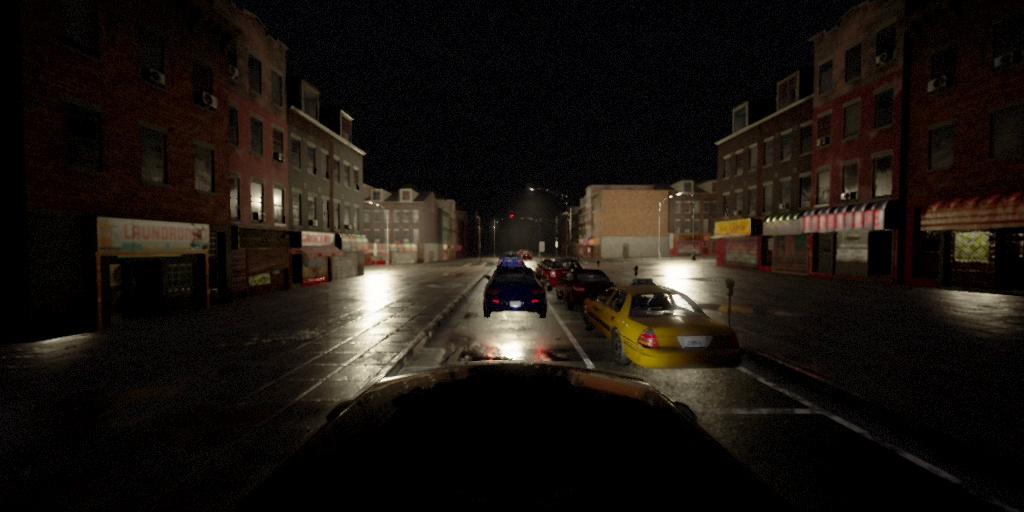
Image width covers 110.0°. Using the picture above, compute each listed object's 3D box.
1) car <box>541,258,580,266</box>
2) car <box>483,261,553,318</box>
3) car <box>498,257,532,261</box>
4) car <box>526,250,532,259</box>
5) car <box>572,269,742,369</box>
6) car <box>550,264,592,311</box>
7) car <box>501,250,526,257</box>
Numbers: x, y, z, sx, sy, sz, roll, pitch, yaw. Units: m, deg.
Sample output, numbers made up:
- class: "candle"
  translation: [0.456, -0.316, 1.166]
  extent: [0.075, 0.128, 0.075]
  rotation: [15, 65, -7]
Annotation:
- class: "car"
  translation: [2.563, 0.816, 18.229]
  extent: [1.967, 1.591, 4.097]
  rotation: [0, 0, 0]
- class: "car"
  translation: [0.078, 1.049, 11.668]
  extent: [1.812, 1.442, 4.674]
  rotation: [0, 1, 0]
- class: "car"
  translation: [0.015, 0.908, 21.432]
  extent: [1.895, 1.301, 4.718]
  rotation: [0, 1, 0]
- class: "car"
  translation: [2.363, -0.043, 61.027]
  extent: [1.967, 1.591, 4.097]
  rotation: [0, 0, 0]
- class: "car"
  translation: [2.613, 1.147, 7.468]
  extent: [1.751, 1.417, 4.829]
  rotation: [0, 0, 0]
- class: "car"
  translation: [2.588, 1.080, 12.764]
  extent: [1.802, 1.307, 4.207]
  rotation: [0, 0, 0]
- class: "car"
  translation: [-0.148, 0.449, 31.322]
  extent: [2.097, 1.767, 4.553]
  rotation: [0, 1, 0]
